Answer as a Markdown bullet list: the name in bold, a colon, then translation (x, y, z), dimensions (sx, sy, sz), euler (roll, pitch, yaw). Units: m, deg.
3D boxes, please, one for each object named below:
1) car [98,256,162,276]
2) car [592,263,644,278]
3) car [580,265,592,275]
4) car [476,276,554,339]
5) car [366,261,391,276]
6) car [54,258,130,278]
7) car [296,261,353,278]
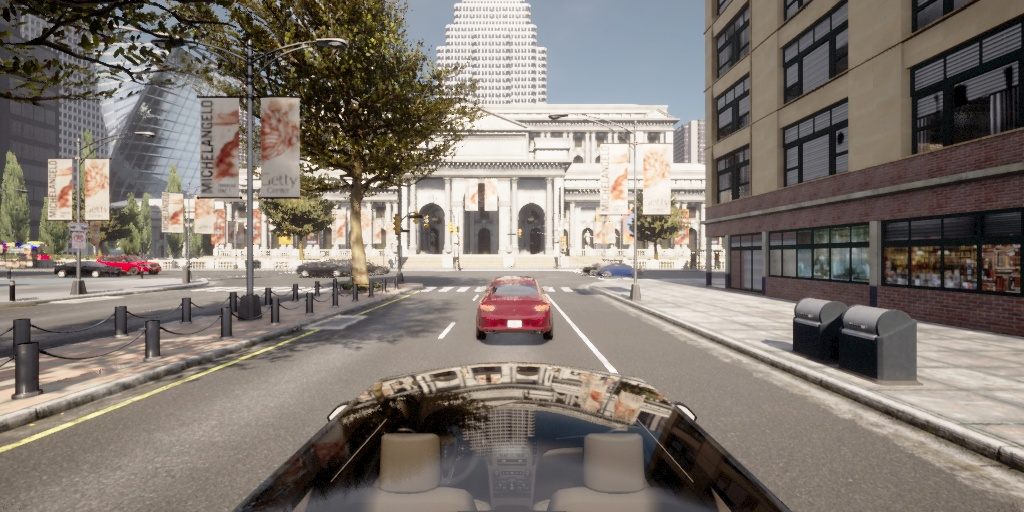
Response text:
- **car**: translation (-39.533, 0.972, 36.889), dimensions (5.566, 2.045, 2.150), euler (0, 0, 0)
- **car**: translation (9.959, 1.314, 33.137), dimensions (4.181, 1.385, 1.994), euler (0, 0, 0)
- **car**: translation (9.449, 1.351, 36.640), dimensions (4.718, 1.301, 1.895), euler (0, 0, 0)
- **car**: translation (0.074, 1.276, 9.929), dimensions (1.812, 1.442, 4.674), euler (0, 0, 0)
- **car**: translation (-14.889, 1.276, 36.773), dimensions (4.674, 1.442, 1.812), euler (0, 0, 0)
- **car**: translation (-39.339, 1.228, 33.387), dimensions (5.008, 1.535, 1.882), euler (0, 0, 0)
- **car**: translation (-17.321, 1.255, 33.286), dimensions (4.892, 1.490, 1.837), euler (0, 0, 0)
